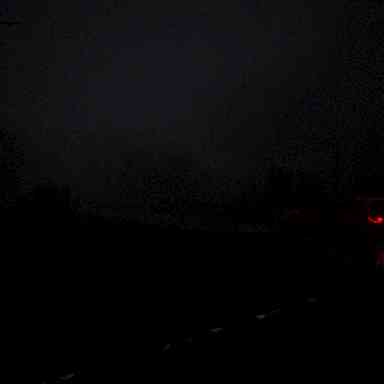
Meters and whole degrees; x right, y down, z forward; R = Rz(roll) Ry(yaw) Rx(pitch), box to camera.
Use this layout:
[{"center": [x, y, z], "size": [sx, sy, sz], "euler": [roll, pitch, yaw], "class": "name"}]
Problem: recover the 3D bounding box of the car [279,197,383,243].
[{"center": [6.923, 1.293, 16.305], "size": [2.150, 2.045, 5.566], "euler": [-4, 1, -34], "class": "car"}]
